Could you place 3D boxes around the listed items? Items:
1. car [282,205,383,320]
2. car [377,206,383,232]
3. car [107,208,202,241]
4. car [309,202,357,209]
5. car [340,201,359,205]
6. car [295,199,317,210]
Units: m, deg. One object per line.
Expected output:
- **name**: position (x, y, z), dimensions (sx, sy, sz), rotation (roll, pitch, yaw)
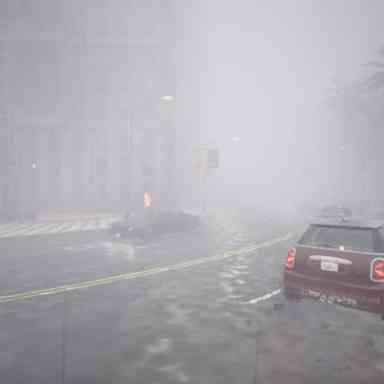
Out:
- **car**: position (3.905, 1.349, 7.467), dimensions (2.097, 1.767, 4.553), rotation (0, 0, 43)
- **car**: position (12.669, 1.596, 20.454), dimensions (1.895, 1.301, 4.718), rotation (0, 0, 25)
- **car**: position (-1.652, 1.535, 16.972), dimensions (2.033, 1.411, 5.357), rotation (0, 0, 38)
- **car**: position (8.713, 1.540, 20.225), dimensions (2.033, 1.411, 5.357), rotation (0, 0, 27)
- **car**: position (16.986, 1.588, 36.479), dimensions (1.895, 1.301, 4.718), rotation (0, 0, 6)
- **car**: position (13.688, 1.509, 39.518), dimensions (1.812, 1.442, 4.674), rotation (0, 0, 4)
